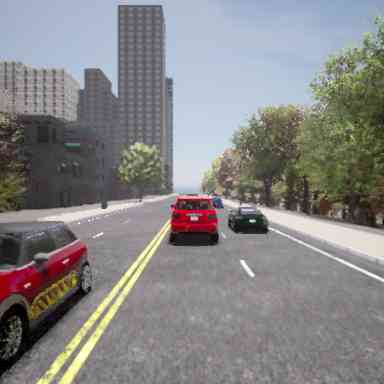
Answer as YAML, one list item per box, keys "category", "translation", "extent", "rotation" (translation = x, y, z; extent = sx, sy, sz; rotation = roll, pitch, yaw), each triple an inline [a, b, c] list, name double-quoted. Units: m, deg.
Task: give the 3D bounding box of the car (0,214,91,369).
- category: "car"
  translation: [-3.349, 1.354, 5.690]
  extent: [2.097, 1.767, 4.553]
  rotation: [0, 0, 0]

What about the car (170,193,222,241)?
- category: "car"
  translation: [0.098, 1.226, 16.896]
  extent: [2.150, 2.045, 5.566]
  rotation: [0, 0, 0]

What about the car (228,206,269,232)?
- category: "car"
  translation: [3.349, 1.569, 20.454]
  extent: [1.994, 1.385, 4.181]
  rotation: [0, 0, 0]

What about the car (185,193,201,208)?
- category: "car"
  translation: [0.097, 1.228, 48.344]
  extent: [2.150, 2.045, 5.566]
  rotation: [0, 0, 0]
